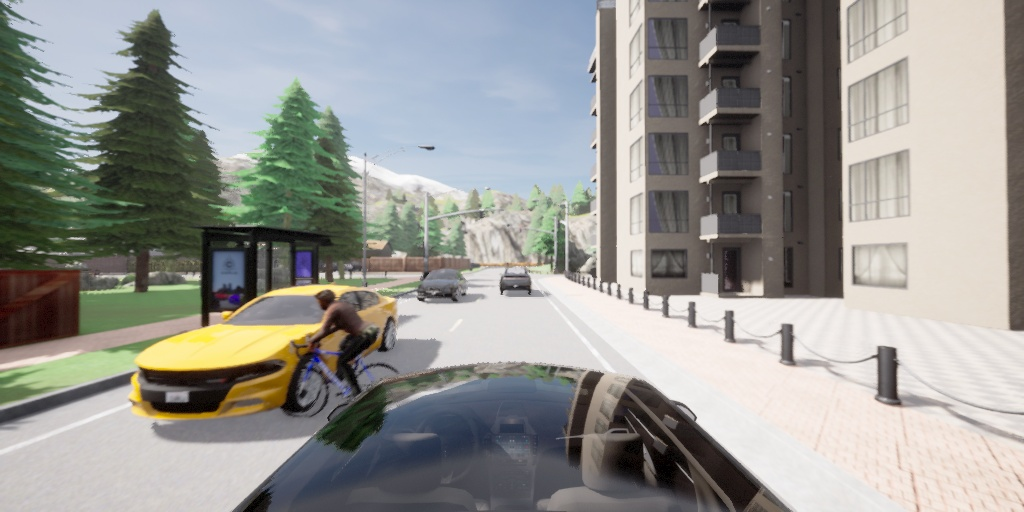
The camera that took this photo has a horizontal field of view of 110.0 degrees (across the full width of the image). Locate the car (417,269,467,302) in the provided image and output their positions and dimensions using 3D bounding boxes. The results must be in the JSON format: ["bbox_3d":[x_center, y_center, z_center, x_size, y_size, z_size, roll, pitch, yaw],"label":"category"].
[{"bbox_3d":[-3.475,1.454,18.471,1.837,1.490,4.892,0,-1,1],"label":"car"}]

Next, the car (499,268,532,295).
[{"bbox_3d":[0.226,1.483,22.013,2.128,1.511,4.902,0,-1,0],"label":"car"}]

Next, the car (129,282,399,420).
[{"bbox_3d":[-3.577,1.282,6.351,1.882,1.535,5.008,0,-1,0],"label":"car"}]

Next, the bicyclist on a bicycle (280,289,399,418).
[{"bbox_3d":[-2.164,1.236,4.502,1.656,1.620,0.582,-2,-1,0],"label":"bicyclist on a bicycle"}]
